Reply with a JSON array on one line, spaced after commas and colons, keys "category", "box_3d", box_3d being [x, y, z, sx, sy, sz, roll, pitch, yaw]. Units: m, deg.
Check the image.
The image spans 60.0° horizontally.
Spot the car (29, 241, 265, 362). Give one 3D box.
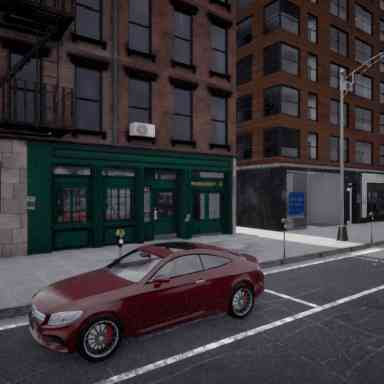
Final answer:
[{"category": "car", "box_3d": [-0.520, 1.582, 5.824, 4.206, 1.307, 1.802, 0, 0, -36]}]
